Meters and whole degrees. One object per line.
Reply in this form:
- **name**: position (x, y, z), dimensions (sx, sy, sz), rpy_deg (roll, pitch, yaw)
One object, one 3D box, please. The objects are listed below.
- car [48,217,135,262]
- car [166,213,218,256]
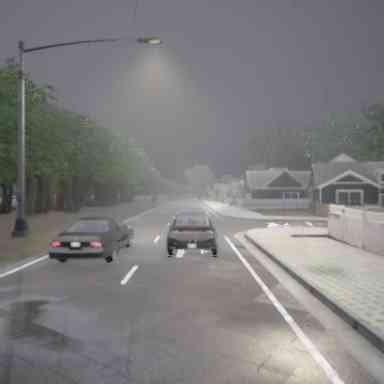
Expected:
- **car**: position (-3.491, 1.632, 12.495), dimensions (2.033, 1.411, 5.357), rpy_deg (0, 0, 0)
- **car**: position (0.034, 1.580, 13.478), dimensions (2.128, 1.511, 4.902), rpy_deg (0, 0, 1)
